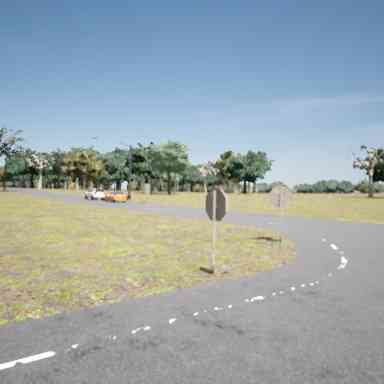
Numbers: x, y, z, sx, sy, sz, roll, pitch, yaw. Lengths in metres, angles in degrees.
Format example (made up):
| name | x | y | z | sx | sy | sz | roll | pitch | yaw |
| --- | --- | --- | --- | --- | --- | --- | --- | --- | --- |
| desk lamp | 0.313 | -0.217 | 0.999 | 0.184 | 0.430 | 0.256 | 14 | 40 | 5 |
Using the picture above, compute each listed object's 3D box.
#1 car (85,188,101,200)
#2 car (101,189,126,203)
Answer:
| name | x | y | z | sx | sy | sz | roll | pitch | yaw |
| --- | --- | --- | --- | --- | --- | --- | --- | --- | --- |
| car | -17.446 | 0.385 | 59.667 | 2.150 | 2.045 | 5.566 | 2 | 0 | -36 |
| car | -12.090 | 0.696 | 52.158 | 2.097 | 1.767 | 4.553 | 2 | 0 | -36 |
